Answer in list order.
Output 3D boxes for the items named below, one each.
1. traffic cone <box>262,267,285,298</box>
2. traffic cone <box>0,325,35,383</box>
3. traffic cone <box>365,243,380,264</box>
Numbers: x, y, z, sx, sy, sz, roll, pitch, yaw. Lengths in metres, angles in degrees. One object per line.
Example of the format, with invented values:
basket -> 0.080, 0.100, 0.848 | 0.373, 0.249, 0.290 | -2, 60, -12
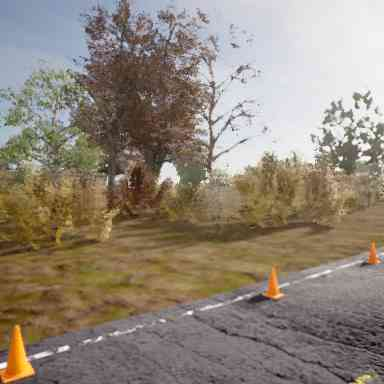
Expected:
traffic cone -> 1.736, 1.909, 7.107 | 0.340, 0.580, 0.340 | -1, 0, -38
traffic cone -> -2.177, 1.960, 4.143 | 0.340, 0.580, 0.340 | -1, 0, -36
traffic cone -> 5.549, 1.859, 10.200 | 0.340, 0.580, 0.340 | -1, 0, -40
